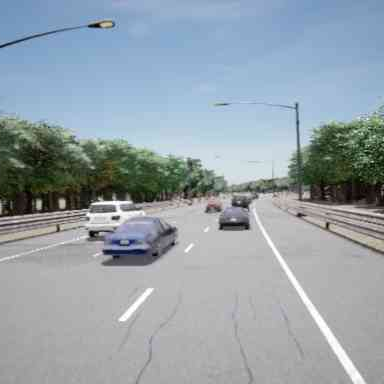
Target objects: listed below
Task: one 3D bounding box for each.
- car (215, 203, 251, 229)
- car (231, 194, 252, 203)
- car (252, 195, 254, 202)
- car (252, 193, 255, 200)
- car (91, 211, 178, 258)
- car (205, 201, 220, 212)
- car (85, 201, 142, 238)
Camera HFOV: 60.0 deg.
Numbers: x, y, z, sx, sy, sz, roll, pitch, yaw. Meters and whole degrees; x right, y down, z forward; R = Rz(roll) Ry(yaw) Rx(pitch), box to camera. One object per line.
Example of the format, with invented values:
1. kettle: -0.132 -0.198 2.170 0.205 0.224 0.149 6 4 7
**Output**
1. car: 2.896 1.700 22.703 1.994 1.385 4.181 -2 -1 9
2. car: 6.228 1.435 42.951 2.150 2.045 5.566 -2 -1 10
3. car: 11.025 1.821 68.240 1.994 1.385 4.181 -2 -1 11
4. car: 13.884 1.773 81.837 1.837 1.490 4.892 -2 0 12
5. car: -1.910 1.755 13.724 2.033 1.411 5.357 -2 -1 8
6. car: 2.903 1.860 43.611 1.812 1.442 4.674 -2 0 10
7. car: -4.479 1.589 20.319 2.150 2.045 5.566 -2 0 9
